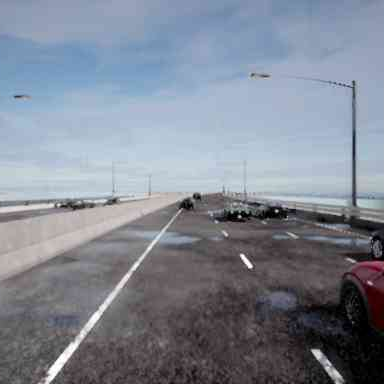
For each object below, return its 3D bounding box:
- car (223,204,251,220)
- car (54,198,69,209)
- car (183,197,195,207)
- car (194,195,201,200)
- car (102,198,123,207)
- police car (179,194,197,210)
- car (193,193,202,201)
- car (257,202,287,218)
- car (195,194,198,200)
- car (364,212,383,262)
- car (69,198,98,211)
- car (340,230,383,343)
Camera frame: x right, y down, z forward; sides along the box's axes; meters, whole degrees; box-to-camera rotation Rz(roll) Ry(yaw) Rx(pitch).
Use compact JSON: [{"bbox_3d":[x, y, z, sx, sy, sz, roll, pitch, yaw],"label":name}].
[{"bbox_3d":[3.762,1.642,28.310,1.895,1.301,4.718,0,0,1],"label":"car"},{"bbox_3d":[-17.176,1.552,45.491,2.128,1.511,4.902,0,0,1],"label":"car"},{"bbox_3d":[-0.496,1.591,54.172,1.812,1.442,4.674,0,0,1],"label":"car"},{"bbox_3d":[1.684,1.535,95.486,1.812,1.442,4.674,0,0,2],"label":"car"},{"bbox_3d":[-10.222,1.562,43.125,1.837,1.490,4.892,0,0,1],"label":"car"},{"bbox_3d":[-0.677,1.483,44.298,1.930,1.638,5.238,0,0,1],"label":"police car"},{"bbox_3d":[1.148,1.157,78.878,2.150,2.045,5.566,0,0,2],"label":"car"},{"bbox_3d":[7.288,1.608,30.530,1.994,1.385,4.181,0,0,1],"label":"car"},{"bbox_3d":[-0.370,1.547,60.161,1.882,1.535,5.008,0,0,1],"label":"car"},{"bbox_3d":[7.126,1.495,9.495,1.882,1.535,5.008,0,0,0],"label":"car"},{"bbox_3d":[-13.731,1.657,42.930,1.895,1.301,4.718,0,0,1],"label":"car"},{"bbox_3d":[3.611,1.360,3.940,2.097,1.767,4.553,0,0,0],"label":"car"}]
